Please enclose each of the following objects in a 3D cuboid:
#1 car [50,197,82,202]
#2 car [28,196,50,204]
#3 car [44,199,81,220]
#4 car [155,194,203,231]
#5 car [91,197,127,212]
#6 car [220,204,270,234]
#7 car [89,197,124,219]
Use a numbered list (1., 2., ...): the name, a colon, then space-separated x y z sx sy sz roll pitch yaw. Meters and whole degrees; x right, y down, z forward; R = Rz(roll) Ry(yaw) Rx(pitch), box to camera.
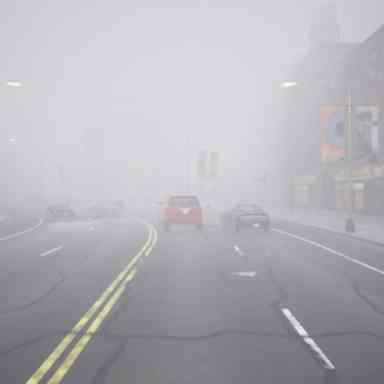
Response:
1. car: -20.438 1.435 54.558 4.718 1.301 1.895 0 0 30
2. car: -25.741 1.354 56.730 4.674 1.452 2.002 0 0 20
3. car: -10.812 1.520 27.511 1.895 1.301 4.718 0 0 -29
4. car: -0.841 1.160 20.495 2.150 2.045 5.566 0 0 -11
5. car: -9.546 1.366 37.962 1.882 1.535 5.008 0 0 -40
6. car: 2.885 1.435 19.003 2.128 1.511 4.902 0 0 -8
7. car: -7.658 1.441 28.751 1.812 1.442 4.674 0 0 -29
